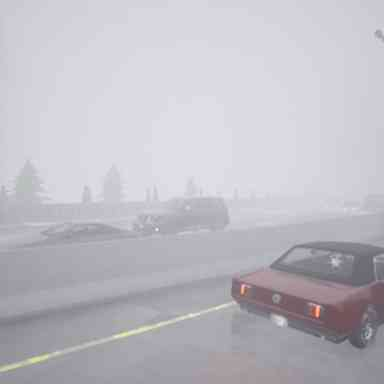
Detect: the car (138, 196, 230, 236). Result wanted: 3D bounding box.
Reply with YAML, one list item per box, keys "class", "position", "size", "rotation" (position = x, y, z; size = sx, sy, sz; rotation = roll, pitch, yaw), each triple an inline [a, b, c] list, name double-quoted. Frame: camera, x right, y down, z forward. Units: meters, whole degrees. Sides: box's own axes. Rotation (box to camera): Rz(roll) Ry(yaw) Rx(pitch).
- class: "car"
  position: [-0.353, 1.264, 17.502]
  size: [5.566, 2.045, 2.150]
  rotation: [0, 0, -43]

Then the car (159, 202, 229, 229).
- class: "car"
  position: [0.242, 1.530, 22.968]
  size: [1.882, 1.535, 5.008]
  rotation: [0, 0, 45]

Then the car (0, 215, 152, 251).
- class: "car"
  position: [-3.623, 1.601, 10.263]
  size: [4.181, 1.385, 1.994]
  rotation: [0, 0, -39]

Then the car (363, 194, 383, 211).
- class: "car"
  position: [22.439, 1.237, 40.768]
  size: [2.150, 2.045, 5.566]
  rotation: [0, 0, 33]

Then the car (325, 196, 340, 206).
- class: "car"
  position: [24.018, 1.396, 56.241]
  size: [2.097, 1.767, 4.553]
  rotation: [0, 0, 33]

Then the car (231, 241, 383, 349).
- class: "car"
  position: [3.007, 1.606, 6.316]
  size: [4.718, 1.301, 1.895]
  rotation: [0, 0, -39]

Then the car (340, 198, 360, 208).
- class: "car"
  position: [23.561, 1.593, 49.034]
  size: [1.994, 1.385, 4.181]
  rotation: [0, 0, 33]
